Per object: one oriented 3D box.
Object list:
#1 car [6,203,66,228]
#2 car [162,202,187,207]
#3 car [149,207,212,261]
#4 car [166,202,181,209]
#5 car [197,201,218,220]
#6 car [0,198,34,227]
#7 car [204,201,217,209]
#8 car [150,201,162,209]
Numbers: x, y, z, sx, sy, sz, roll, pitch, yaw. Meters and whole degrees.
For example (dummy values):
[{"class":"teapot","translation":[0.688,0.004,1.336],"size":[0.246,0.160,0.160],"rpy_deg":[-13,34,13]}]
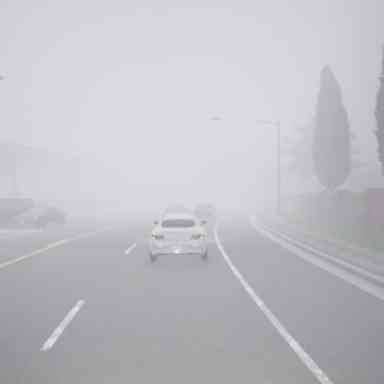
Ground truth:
[{"class":"car","translation":[-10.567,1.709,23.468],"size":[1.812,1.442,4.674],"rpy_deg":[-1,-1,6]},{"class":"car","translation":[-1.497,1.964,35.738],"size":[1.994,1.385,4.181],"rpy_deg":[-1,-1,10]},{"class":"car","translation":[-0.434,1.466,11.914],"size":[1.812,1.442,4.674],"rpy_deg":[-1,0,0]},{"class":"car","translation":[-3.496,2.670,64.792],"size":[1.895,1.301,4.718],"rpy_deg":[-1,-1,10]},{"class":"car","translation":[1.286,1.832,31.314],"size":[2.033,1.411,5.357],"rpy_deg":[-1,-1,10]},{"class":"car","translation":[-13.940,1.463,25.017],"size":[2.150,2.045,5.566],"rpy_deg":[-1,-1,6]},{"class":"car","translation":[3.644,2.488,64.347],"size":[1.882,1.535,5.008],"rpy_deg":[-1,-2,10]},{"class":"car","translation":[-6.812,2.581,66.129],"size":[2.128,1.511,4.902],"rpy_deg":[-1,-1,10]}]
